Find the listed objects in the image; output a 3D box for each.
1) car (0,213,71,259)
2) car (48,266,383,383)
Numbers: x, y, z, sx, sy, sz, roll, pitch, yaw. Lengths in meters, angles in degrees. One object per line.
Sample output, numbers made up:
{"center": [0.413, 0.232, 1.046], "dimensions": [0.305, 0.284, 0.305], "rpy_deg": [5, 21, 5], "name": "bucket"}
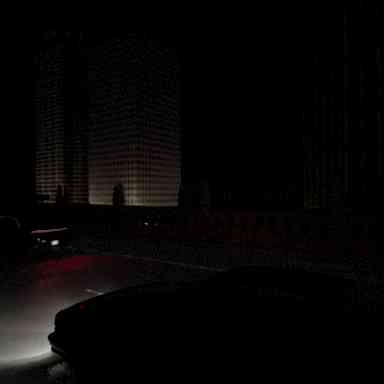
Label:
{"center": [-6.811, 1.591, 13.152], "dimensions": [4.902, 1.511, 2.128], "rpy_deg": [-1, 0, 36], "name": "car"}
{"center": [0.761, 1.557, 3.449], "dimensions": [5.357, 1.411, 2.033], "rpy_deg": [-1, 0, 36], "name": "car"}
